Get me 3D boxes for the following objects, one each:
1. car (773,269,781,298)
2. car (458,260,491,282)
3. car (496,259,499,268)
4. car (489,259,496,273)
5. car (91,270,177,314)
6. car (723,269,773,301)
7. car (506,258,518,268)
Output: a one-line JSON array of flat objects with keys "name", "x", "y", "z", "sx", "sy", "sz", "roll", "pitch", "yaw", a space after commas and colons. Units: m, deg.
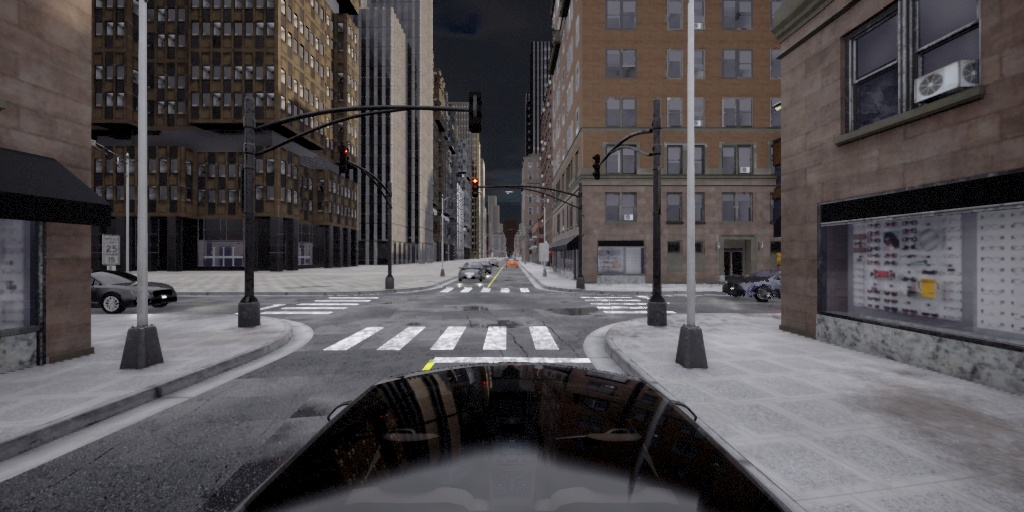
[{"name": "car", "x": 13.062, "y": 1.236, "z": 13.398, "sx": 4.902, "sy": 1.511, "sz": 2.128, "roll": 0, "pitch": 0, "yaw": -1}, {"name": "car", "x": -3.155, "y": 1.243, "z": 28.906, "sx": 2.128, "sy": 1.511, "sz": 4.902, "roll": 0, "pitch": 0, "yaw": 0}, {"name": "car", "x": -3.150, "y": 1.257, "z": 59.685, "sx": 1.837, "sy": 1.490, "sz": 4.892, "roll": 0, "pitch": 0, "yaw": 0}, {"name": "car", "x": -3.178, "y": 1.299, "z": 39.934, "sx": 2.033, "sy": 1.411, "sz": 5.357, "roll": 0, "pitch": 0, "yaw": 0}, {"name": "car", "x": -15.259, "y": 1.259, "z": 13.210, "sx": 4.892, "sy": 1.490, "sz": 1.837, "roll": 0, "pitch": 0, "yaw": -1}, {"name": "car", "x": 12.220, "y": 1.314, "z": 16.648, "sx": 4.181, "sy": 1.385, "sz": 1.994, "roll": 0, "pitch": 0, "yaw": -1}, {"name": "car", "x": -0.025, "y": 1.103, "z": 61.640, "sx": 2.097, "sy": 1.767, "sz": 4.553, "roll": 0, "pitch": 0, "yaw": 0}]
